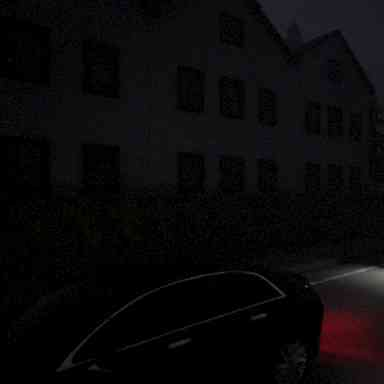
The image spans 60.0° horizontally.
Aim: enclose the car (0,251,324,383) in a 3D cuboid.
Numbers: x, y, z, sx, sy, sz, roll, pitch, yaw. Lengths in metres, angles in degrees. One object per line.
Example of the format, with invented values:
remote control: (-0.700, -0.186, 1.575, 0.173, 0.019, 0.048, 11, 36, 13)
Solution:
car: (-0.562, 1.505, 3.579, 4.892, 1.490, 1.837, 0, 0, -35)
